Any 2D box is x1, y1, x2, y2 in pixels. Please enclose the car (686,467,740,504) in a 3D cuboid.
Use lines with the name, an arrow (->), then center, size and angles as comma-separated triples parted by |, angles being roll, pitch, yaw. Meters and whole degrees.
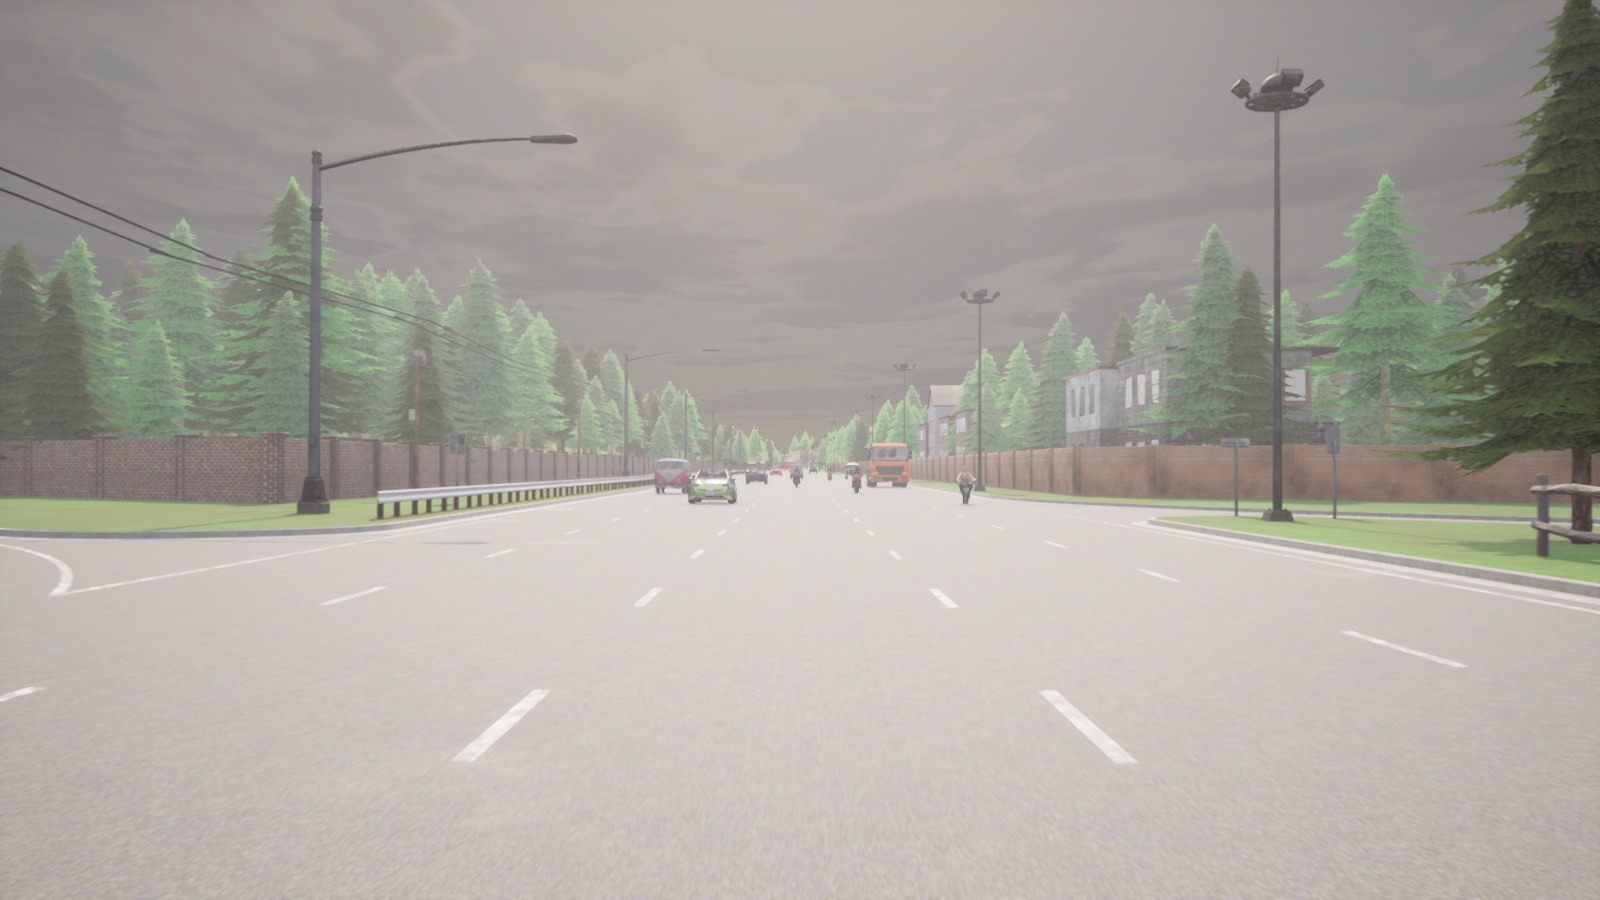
car -> -3.628, 1.468, 53.175 | 2.007, 1.525, 4.514 | 0, -1, 0

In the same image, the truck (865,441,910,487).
truck -> 6.760, 1.088, 98.159 | 2.891, 3.462, 7.936 | 0, -1, 0

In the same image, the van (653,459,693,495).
van -> -7.172, 1.525, 71.224 | 1.775, 1.987, 4.442 | 0, -1, 0
